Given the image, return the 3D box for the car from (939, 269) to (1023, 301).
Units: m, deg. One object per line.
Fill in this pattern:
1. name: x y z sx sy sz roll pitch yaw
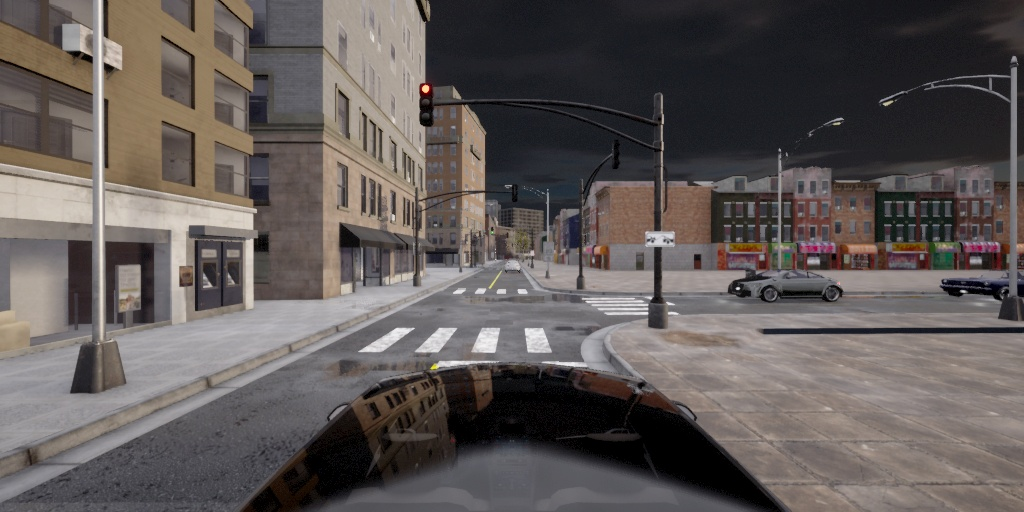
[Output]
1. car: 22.354 1.260 16.017 4.718 1.301 1.895 0 0 0

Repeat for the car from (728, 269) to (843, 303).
1. car: 12.041 1.261 15.962 4.181 1.385 1.994 0 0 0

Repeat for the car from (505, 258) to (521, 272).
1. car: 0.080 1.287 45.671 1.812 1.442 4.674 0 0 0
